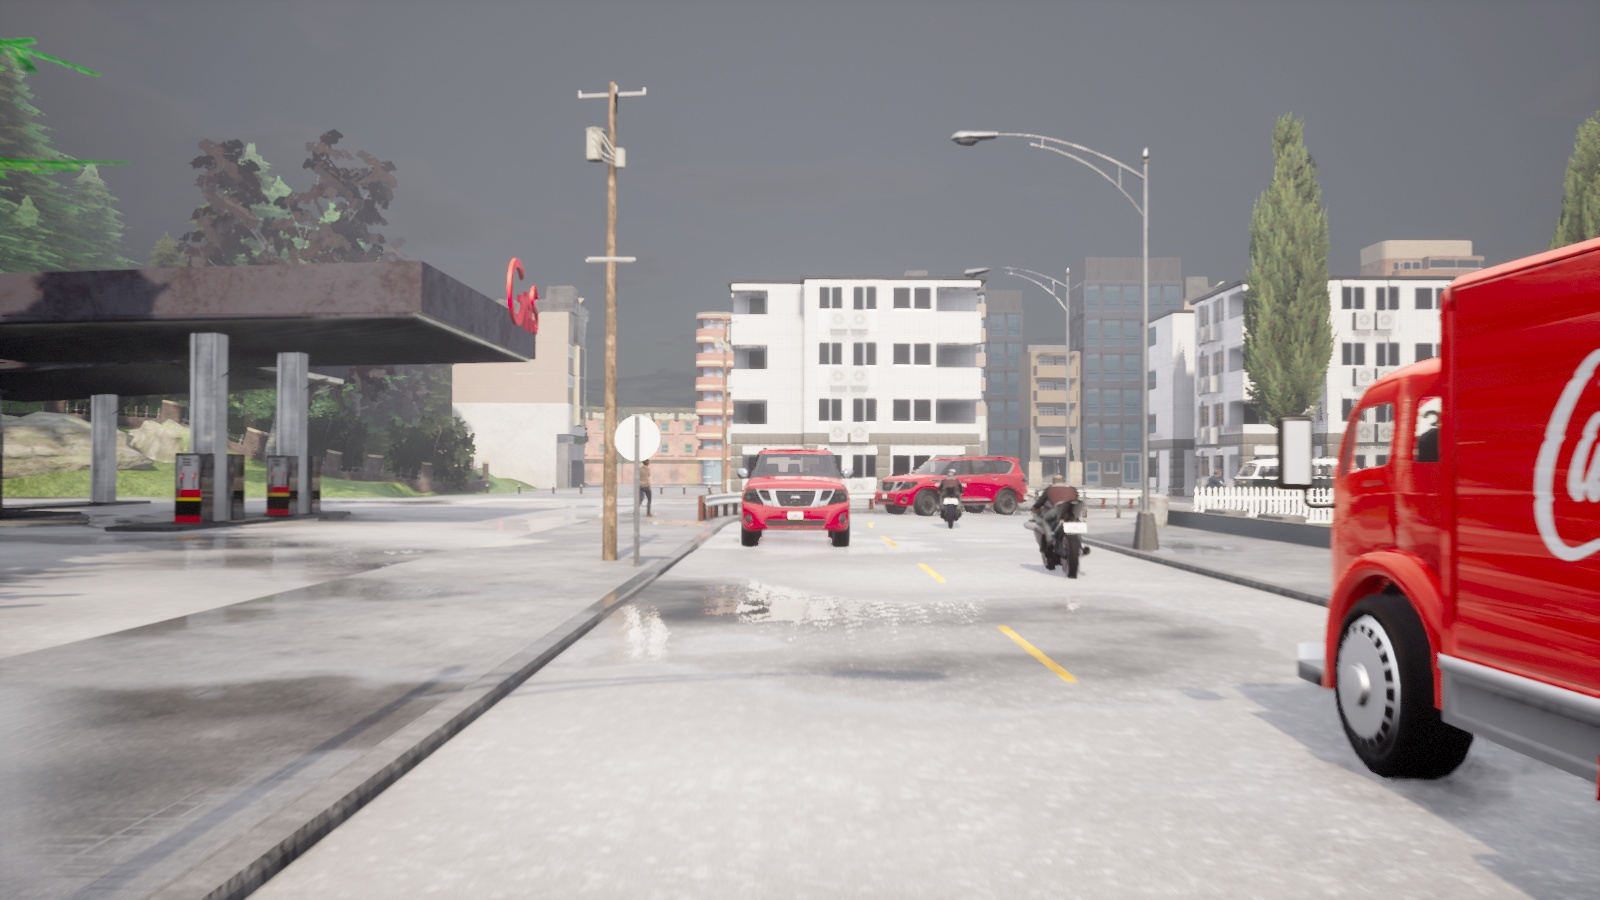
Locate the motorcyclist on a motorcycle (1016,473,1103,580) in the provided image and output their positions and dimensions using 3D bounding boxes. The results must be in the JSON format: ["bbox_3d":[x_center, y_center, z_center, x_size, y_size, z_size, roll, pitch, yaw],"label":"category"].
[{"bbox_3d":[3.953,1.131,19.335,0.866,1.530,2.191,0,-1,0],"label":"motorcyclist on a motorcycle"}]

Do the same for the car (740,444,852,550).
[{"bbox_3d":[-0.094,0.952,27.150,2.150,2.045,5.566,0,-1,0],"label":"car"}]

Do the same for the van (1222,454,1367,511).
[{"bbox_3d":[18.023,1.174,45.898,4.480,2.038,2.069,0,-1,0],"label":"van"}]

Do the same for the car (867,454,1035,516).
[{"bbox_3d":[5.269,1.189,43.699,5.566,2.045,2.150,0,-1,-28],"label":"car"}]

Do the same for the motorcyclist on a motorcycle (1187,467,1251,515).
[{"bbox_3d":[13.924,1.357,41.749,1.817,1.590,0.866,0,0,-4],"label":"motorcyclist on a motorcycle"}]

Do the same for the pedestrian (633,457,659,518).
[{"bbox_3d":[-4.595,1.121,37.474,0.328,1.805,0.869,-1,-1,29],"label":"pedestrian"}]

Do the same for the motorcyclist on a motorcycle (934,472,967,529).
[{"bbox_3d":[4.150,1.368,34.661,0.866,1.530,2.191,0,-1,7],"label":"motorcyclist on a motorcycle"}]

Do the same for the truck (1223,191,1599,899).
[{"bbox_3d":[3.984,0.387,5.260,2.627,2.467,5.204,0,-1,0],"label":"truck"}]
